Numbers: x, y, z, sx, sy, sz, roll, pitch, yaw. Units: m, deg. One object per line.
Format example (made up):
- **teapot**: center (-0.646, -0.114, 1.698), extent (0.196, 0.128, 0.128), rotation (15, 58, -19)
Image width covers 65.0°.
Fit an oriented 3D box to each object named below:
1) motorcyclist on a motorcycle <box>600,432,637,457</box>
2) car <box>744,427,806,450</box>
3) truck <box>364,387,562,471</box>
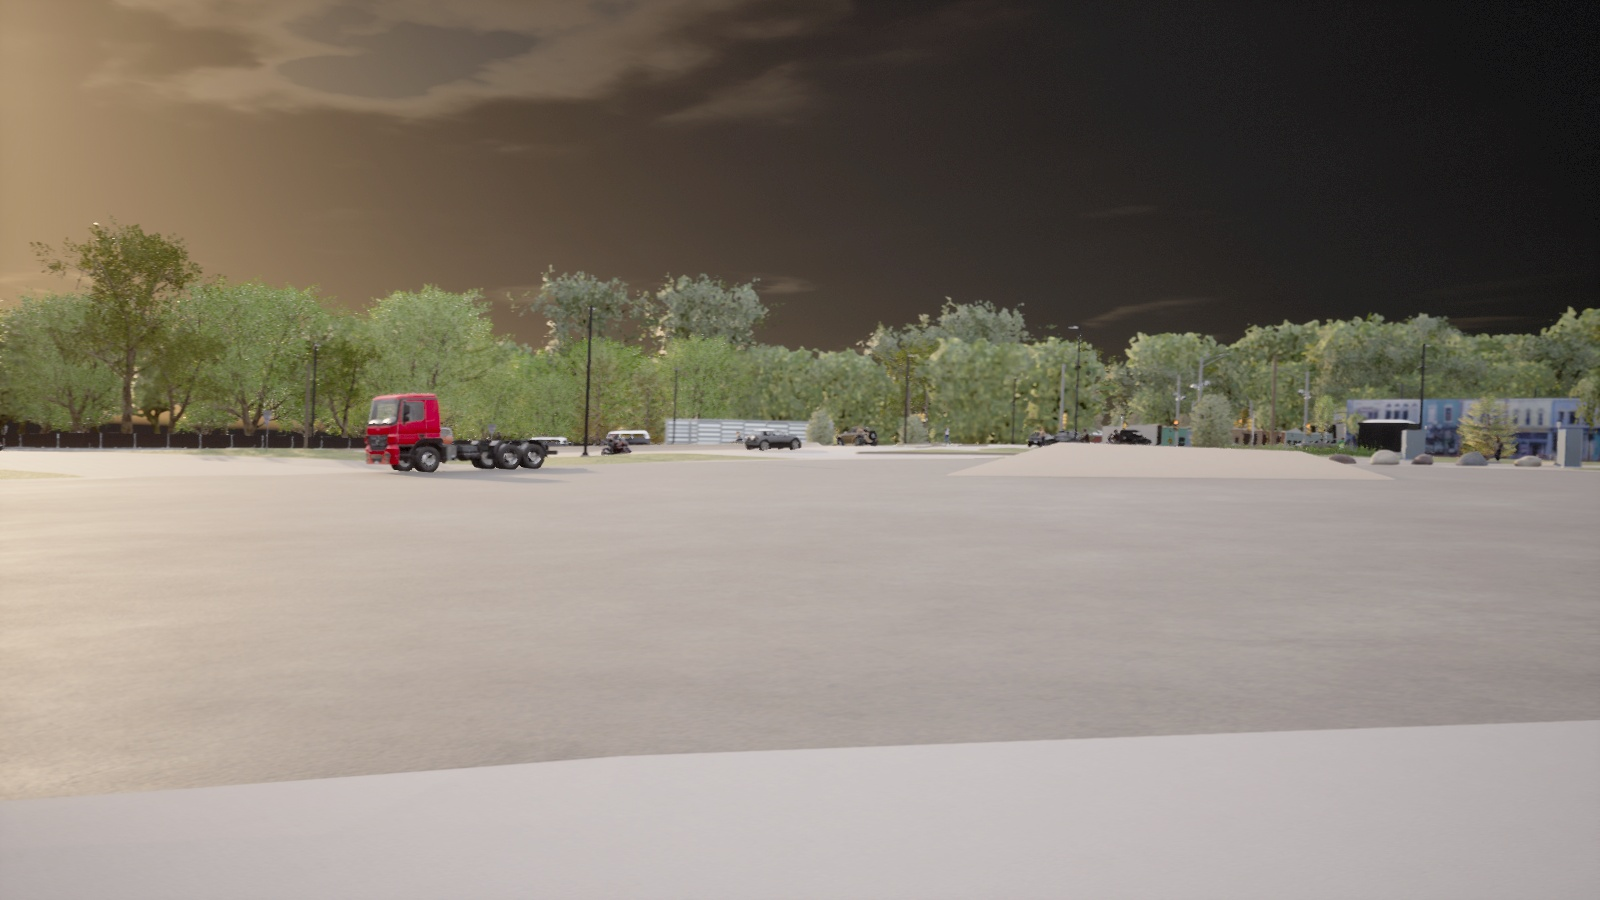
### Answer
- **motorcyclist on a motorcycle**: center (-11.846, -0.362, 81.871), extent (2.191, 1.530, 0.866), rotation (-1, 5, 20)
- **car**: center (-1.715, -0.788, 86.545), extent (3.806, 1.475, 1.970), rotation (-1, 3, -36)
- **truck**: center (-14.744, -0.930, 55.425), extent (7.936, 3.462, 2.891), rotation (-1, 1, -41)
